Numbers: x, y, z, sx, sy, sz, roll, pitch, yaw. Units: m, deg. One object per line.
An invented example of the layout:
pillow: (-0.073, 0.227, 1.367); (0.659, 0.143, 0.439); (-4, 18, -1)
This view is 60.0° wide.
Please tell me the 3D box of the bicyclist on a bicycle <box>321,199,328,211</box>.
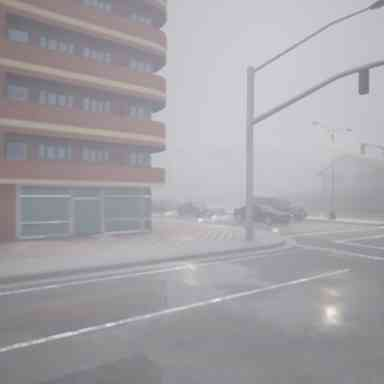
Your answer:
bicyclist on a bicycle: (17.855, 1.743, 44.842); (1.656, 1.620, 0.582); (0, 0, -35)

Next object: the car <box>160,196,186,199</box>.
car: (-3.568, 1.869, 59.486); (1.812, 1.442, 4.674); (1, 0, -34)

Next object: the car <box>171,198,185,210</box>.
car: (-3.429, 1.757, 44.932); (1.837, 1.490, 4.892); (1, 0, -34)

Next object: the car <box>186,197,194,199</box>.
car: (-0.716, 1.733, 61.433); (2.097, 1.767, 4.553); (1, 0, -35)

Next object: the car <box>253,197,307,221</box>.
car: (7.360, 1.471, 29.286); (2.150, 2.045, 5.566); (1, 0, -34)

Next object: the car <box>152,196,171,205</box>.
car: (-6.388, 1.705, 69.669); (2.097, 1.767, 4.553); (1, 0, -35)

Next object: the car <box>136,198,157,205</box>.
car: (-9.289, 1.891, 67.707); (2.033, 1.411, 5.357); (1, 0, -35)

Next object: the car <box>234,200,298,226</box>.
car: (5.372, 1.689, 25.955); (1.882, 1.535, 5.008); (1, 0, -34)

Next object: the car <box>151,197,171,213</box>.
car: (-5.055, 1.691, 41.120); (1.882, 1.535, 5.008); (1, 0, -34)

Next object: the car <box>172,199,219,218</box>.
car: (0.247, 1.738, 33.430); (1.812, 1.442, 4.674); (1, 0, -35)

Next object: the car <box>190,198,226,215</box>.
car: (1.817, 1.777, 37.329); (1.812, 1.442, 4.674); (1, 0, -35)
